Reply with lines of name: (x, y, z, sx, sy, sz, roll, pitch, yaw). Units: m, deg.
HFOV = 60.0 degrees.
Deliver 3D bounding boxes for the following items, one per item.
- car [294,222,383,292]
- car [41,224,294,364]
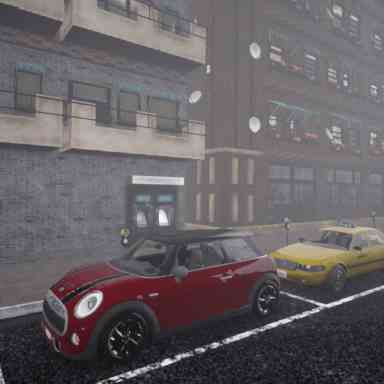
car: (3.990, 1.527, 8.933, 4.829, 1.417, 1.752, 0, 1, -35)
car: (-0.388, 1.441, 5.808, 4.097, 1.590, 1.967, 0, 1, -35)
